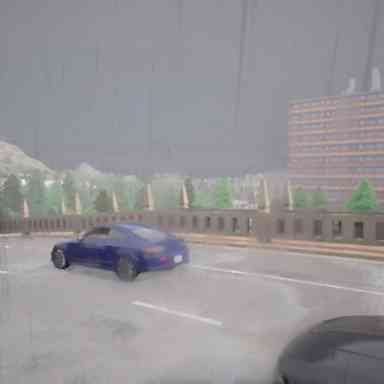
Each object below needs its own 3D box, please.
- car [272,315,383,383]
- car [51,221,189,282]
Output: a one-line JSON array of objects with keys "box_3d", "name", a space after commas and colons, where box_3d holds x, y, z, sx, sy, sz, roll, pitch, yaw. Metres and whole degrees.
[{"box_3d": [2.905, 1.520, 1.919, 4.892, 1.490, 1.837, 1, 1, 35], "name": "car"}, {"box_3d": [-2.235, 1.606, 9.883, 4.674, 1.442, 1.812, -2, -1, 35], "name": "car"}]
